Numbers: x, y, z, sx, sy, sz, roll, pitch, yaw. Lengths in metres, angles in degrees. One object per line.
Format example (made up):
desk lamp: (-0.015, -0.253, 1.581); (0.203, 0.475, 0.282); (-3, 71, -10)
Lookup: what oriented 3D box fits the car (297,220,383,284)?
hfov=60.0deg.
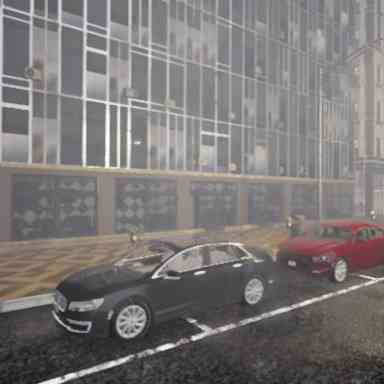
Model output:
car: (4.351, 1.552, 9.657); (4.507, 1.381, 1.887); (0, 0, -36)

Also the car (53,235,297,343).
car: (-0.280, 1.554, 6.352); (4.403, 1.369, 2.008); (0, 0, -36)
